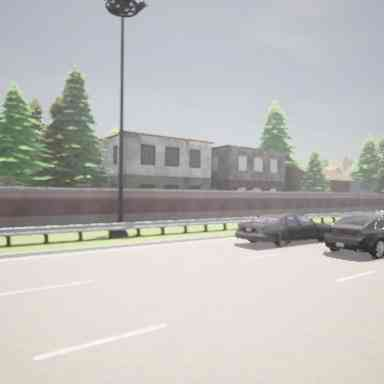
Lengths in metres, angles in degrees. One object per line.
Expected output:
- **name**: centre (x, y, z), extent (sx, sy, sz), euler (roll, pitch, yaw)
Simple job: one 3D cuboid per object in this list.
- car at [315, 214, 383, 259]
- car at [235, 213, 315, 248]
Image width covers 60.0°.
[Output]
- **car**: centre (7.309, 1.659, 13.364), extent (4.892, 1.490, 1.837), euler (0, 0, -35)
- **car**: centre (4.469, 1.689, 15.650), extent (5.357, 1.411, 2.033), euler (1, 0, -35)
